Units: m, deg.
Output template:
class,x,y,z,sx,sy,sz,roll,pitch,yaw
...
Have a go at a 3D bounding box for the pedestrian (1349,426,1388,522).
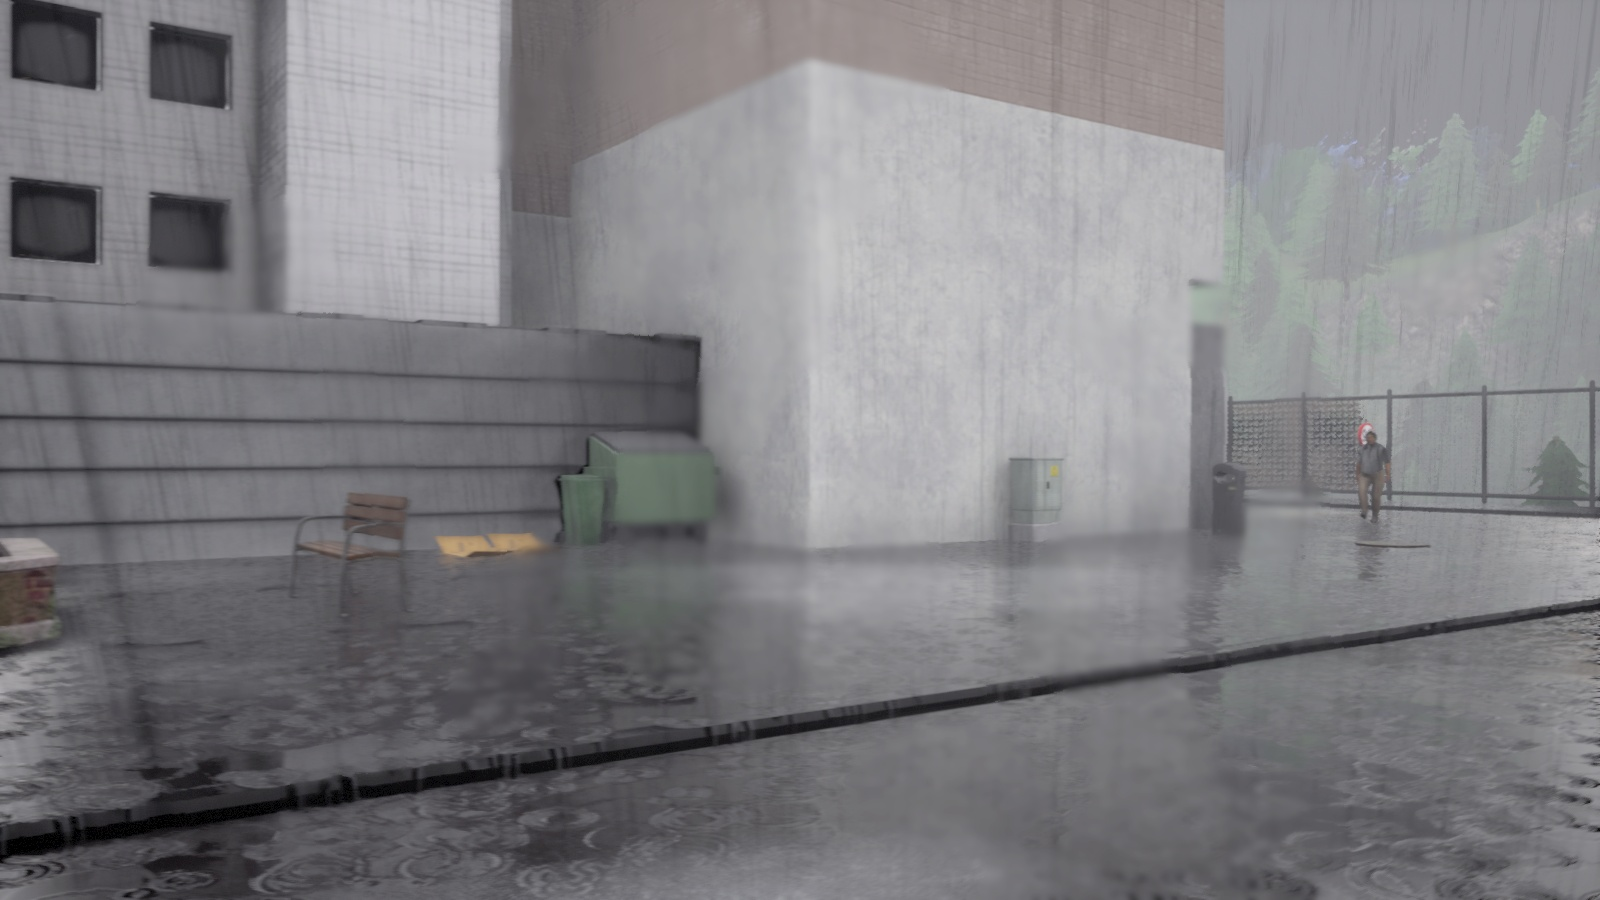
class,x,y,z,sx,sy,sz,roll,pitch,yaw
pedestrian,11.120,0.456,24.572,0.540,1.848,0.694,0,0,38
